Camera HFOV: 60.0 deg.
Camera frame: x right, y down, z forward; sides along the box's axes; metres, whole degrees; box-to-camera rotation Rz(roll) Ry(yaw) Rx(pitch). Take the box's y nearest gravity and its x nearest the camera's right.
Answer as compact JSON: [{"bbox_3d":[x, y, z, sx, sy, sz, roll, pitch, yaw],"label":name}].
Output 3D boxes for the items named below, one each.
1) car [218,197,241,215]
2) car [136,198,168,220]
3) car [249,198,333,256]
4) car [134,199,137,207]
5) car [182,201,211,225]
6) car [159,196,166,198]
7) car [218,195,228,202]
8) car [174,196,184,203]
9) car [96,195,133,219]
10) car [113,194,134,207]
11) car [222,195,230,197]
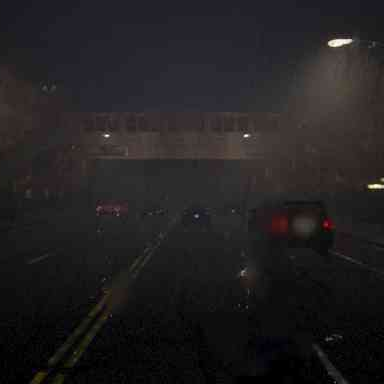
[{"bbox_3d":[3.931,1.568,34.214,1.837,1.490,4.892,0,0,1],"label":"car"},{"bbox_3d":[-3.319,1.548,29.069,1.837,1.490,4.892,0,0,1],"label":"car"},{"bbox_3d":[3.721,1.250,13.442,2.150,2.045,5.566,0,0,1],"label":"car"},{"bbox_3d":[-9.593,1.663,50.833,1.895,1.301,4.718,0,0,0],"label":"car"},{"bbox_3d":[0.329,1.605,24.527,1.994,1.385,4.181,0,0,0],"label":"car"},{"bbox_3d":[-6.160,1.620,70.339,1.812,1.442,4.674,0,0,1],"label":"car"},{"bbox_3d":[7.335,1.622,79.084,2.097,1.535,5.008,0,0,0],"label":"car"},{"bbox_3d":[-2.660,1.627,70.302,2.128,1.511,4.902,0,0,1],"label":"car"},{"bbox_3d":[-6.819,1.389,29.046,2.097,1.767,4.553,0,0,1],"label":"car"},{"bbox_3d":[-9.625,1.285,43.437,2.435,2.045,5.566,0,0,0],"label":"car"},{"bbox_3d":[7.256,1.595,61.883,2.231,1.521,4.892,0,0,10],"label":"car"}]
